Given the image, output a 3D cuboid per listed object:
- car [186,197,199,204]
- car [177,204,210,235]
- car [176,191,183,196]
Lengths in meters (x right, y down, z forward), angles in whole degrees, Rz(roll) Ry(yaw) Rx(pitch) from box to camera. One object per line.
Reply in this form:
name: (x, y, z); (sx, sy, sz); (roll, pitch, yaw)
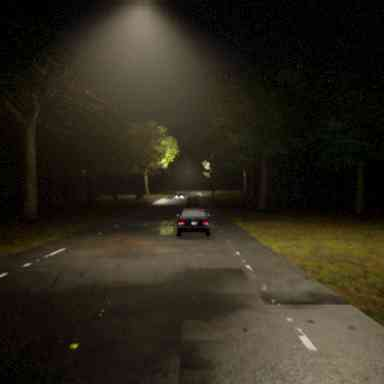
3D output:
car: (0.059, 1.416, 48.844); (2.033, 1.411, 5.357); (0, 1, 0)
car: (0.081, 1.667, 19.553); (2.033, 1.411, 5.357); (0, 0, 0)
car: (-3.580, 0.469, 93.397); (1.895, 1.301, 4.718); (0, 2, 0)
